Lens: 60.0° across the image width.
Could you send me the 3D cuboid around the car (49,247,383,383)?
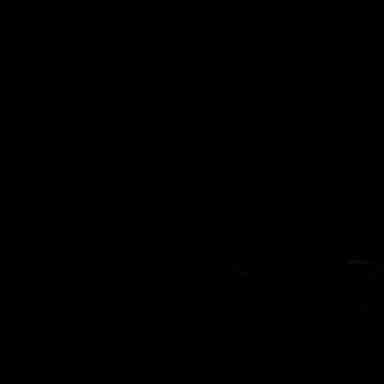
[{"bbox_3d":[1.035,1.480,3.805,5.008,1.535,1.882,0,0,-36],"label":"car"}]
